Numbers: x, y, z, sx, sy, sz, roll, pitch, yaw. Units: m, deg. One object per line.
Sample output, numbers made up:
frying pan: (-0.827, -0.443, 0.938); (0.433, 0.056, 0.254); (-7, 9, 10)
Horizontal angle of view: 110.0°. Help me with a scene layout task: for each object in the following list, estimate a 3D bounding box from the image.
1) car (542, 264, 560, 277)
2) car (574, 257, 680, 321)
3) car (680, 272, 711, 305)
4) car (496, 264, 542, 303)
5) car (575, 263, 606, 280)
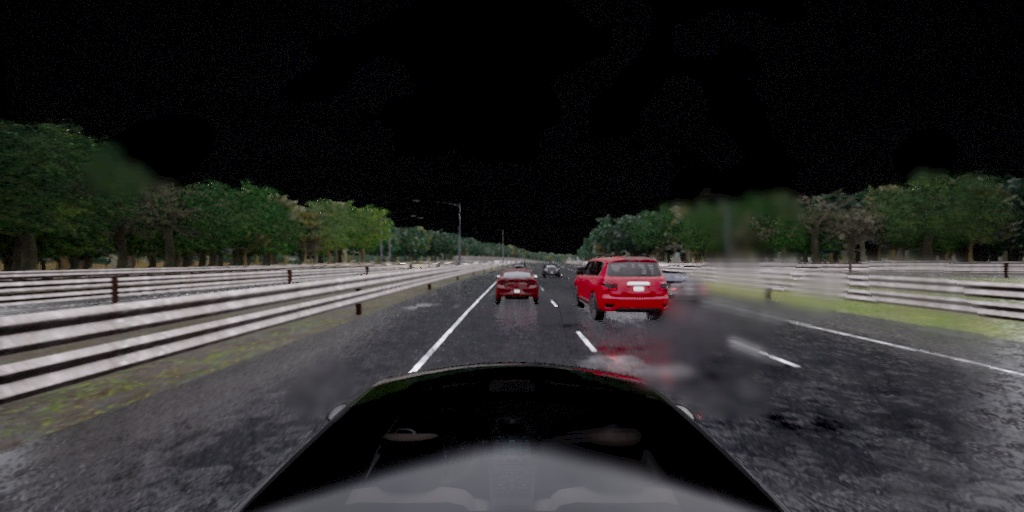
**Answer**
car: (4.375, 1.602, 40.938); (1.812, 1.442, 4.674); (0, 0, 2)
car: (3.683, 1.065, 13.013); (2.150, 2.045, 5.566); (0, 0, 1)
car: (7.239, 1.425, 17.011); (2.033, 1.411, 5.357); (0, 0, 1)
car: (0.249, 1.357, 17.603); (1.882, 1.535, 5.008); (0, 0, 1)
car: (7.689, 1.524, 35.589); (2.128, 1.511, 4.902); (0, 0, 2)
